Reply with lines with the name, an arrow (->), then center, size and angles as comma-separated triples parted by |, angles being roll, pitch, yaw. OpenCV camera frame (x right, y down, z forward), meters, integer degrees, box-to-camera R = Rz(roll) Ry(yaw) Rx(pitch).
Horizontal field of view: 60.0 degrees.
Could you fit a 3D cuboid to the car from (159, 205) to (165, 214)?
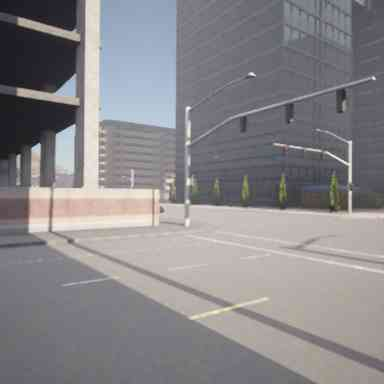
car -> -4.794, 1.731, 37.170 | 1.994, 1.385, 4.181 | 1, 0, -36
